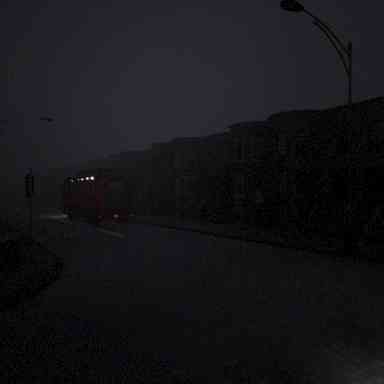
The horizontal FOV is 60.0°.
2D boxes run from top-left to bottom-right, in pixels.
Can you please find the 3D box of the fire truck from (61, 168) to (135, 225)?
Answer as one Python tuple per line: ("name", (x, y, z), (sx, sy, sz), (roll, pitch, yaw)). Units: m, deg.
("fire truck", (-7.453, 0.342, 25.667), (2.891, 3.827, 8.468), (0, 0, -35))
